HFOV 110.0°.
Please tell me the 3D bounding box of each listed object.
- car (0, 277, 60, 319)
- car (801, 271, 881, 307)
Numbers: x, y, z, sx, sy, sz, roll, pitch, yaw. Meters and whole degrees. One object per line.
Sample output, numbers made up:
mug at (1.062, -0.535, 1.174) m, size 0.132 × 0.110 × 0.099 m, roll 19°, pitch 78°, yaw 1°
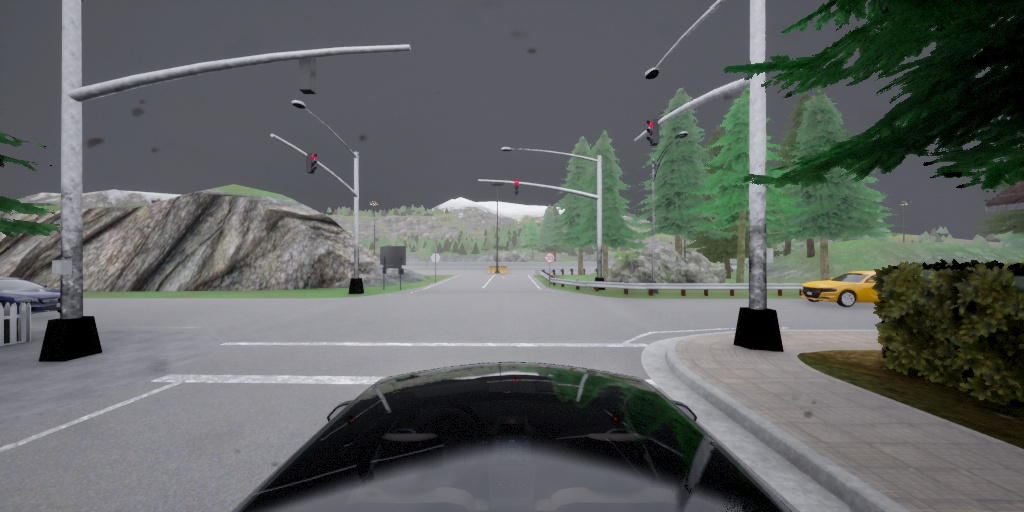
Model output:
car at (-18.279, 1.467, 12.689) m, size 4.674 × 1.442 × 1.812 m, roll 0°, pitch 0°, yaw 0°
car at (15.954, 1.419, 16.204) m, size 5.008 × 1.535 × 1.882 m, roll 0°, pitch 0°, yaw 0°
